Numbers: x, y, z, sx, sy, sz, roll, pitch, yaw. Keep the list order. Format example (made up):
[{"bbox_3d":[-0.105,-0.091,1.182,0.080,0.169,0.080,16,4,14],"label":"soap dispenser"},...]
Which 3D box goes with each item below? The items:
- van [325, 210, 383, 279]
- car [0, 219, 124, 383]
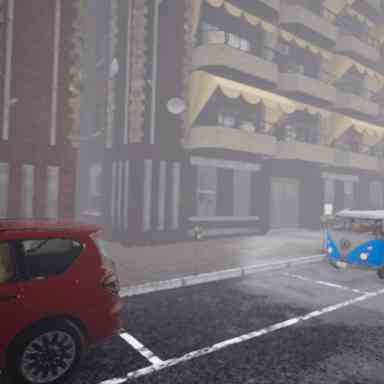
[{"bbox_3d":[5.753,1.460,10.179,3.998,1.788,1.690,1,1,-35],"label":"van"},{"bbox_3d":[-3.245,1.310,3.751,5.009,1.841,2.192,1,1,-35],"label":"car"}]
